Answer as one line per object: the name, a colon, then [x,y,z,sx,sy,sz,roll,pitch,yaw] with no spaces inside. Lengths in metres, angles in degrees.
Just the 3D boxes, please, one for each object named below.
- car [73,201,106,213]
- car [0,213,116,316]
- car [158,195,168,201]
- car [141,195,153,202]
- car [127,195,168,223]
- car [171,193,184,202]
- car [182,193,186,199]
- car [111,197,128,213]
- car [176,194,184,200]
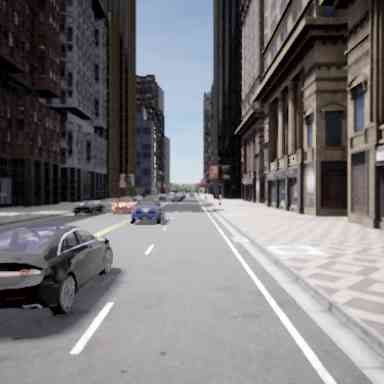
car: [-9.862,1.531,32.194,1.895,1.301,4.718,0,0,0]
car: [-3.154,1.474,7.464,2.128,1.511,4.902,0,0,0]
car: [-6.538,1.342,74.884,1.895,1.301,4.718,0,0,0]
car: [-9.787,1.336,72.692,2.128,1.511,4.902,0,0,0]
car: [-3.163,1.297,24.751,2.097,1.767,4.553,0,0,0]
car: [-3.285,1.474,68.856,1.895,1.301,4.718,0,0,0]
car: [-3.291,1.365,79.856,2.163,1.488,4.792,0,0,0]
car: [-6.608,1.280,33.301,2.097,1.767,4.553,0,0,0]
car: [-3.296,1.353,90.856,2.163,1.488,4.792,0,0,0]
